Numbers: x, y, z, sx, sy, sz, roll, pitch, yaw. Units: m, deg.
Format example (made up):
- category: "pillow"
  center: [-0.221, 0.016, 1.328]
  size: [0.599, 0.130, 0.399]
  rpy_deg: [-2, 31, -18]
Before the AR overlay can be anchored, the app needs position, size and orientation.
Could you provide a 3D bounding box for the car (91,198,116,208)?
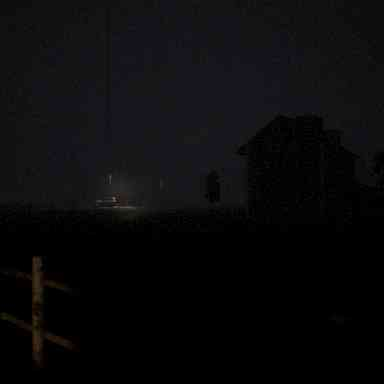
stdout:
- category: "car"
  center: [-18.414, 2.183, 69.766]
  size: [2.150, 2.045, 5.566]
  rpy_deg: [0, -1, 36]
